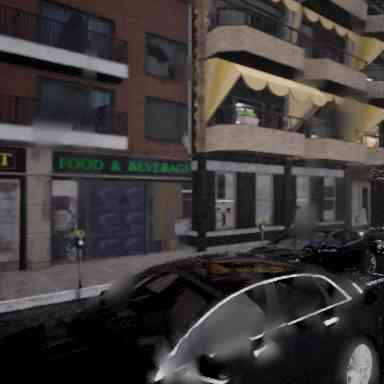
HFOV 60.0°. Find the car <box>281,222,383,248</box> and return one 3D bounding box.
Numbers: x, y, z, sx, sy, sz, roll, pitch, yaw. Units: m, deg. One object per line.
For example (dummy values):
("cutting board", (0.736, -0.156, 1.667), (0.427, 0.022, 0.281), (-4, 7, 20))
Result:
("car", (3.290, 1.587, 8.902), (4.313, 1.339, 1.947), (0, 0, -35))

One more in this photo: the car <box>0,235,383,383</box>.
("car", (0.140, 1.510, 3.476), (4.892, 1.490, 1.837), (0, 0, -35))
